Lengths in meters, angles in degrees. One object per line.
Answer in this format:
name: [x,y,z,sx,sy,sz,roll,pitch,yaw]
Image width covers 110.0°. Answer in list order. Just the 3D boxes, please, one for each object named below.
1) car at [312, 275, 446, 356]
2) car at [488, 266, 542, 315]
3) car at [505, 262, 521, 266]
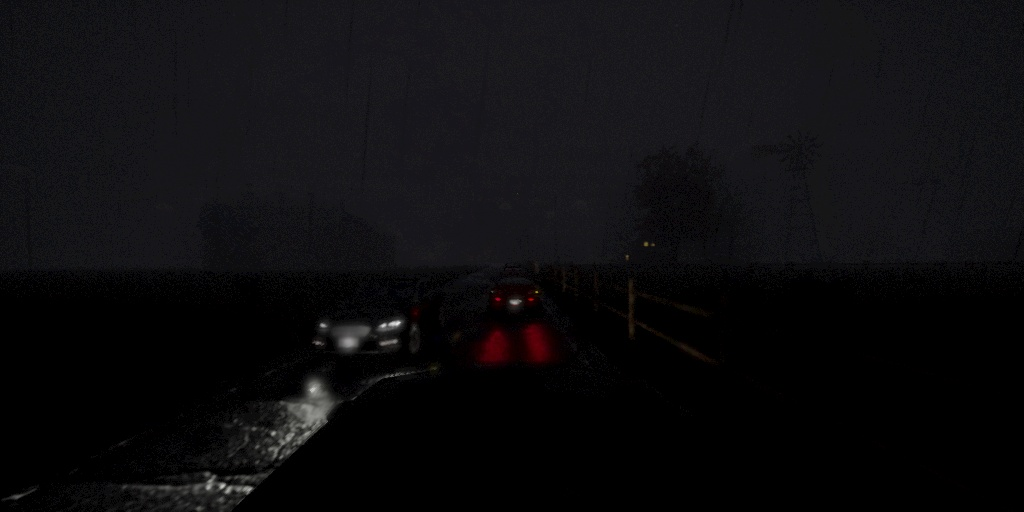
car: [-2.845,1.250,8.690,2.128,1.511,4.902,0,0,0]
car: [0.096,1.293,13.647,1.812,1.442,4.674,0,0,0]
car: [0.088,1.293,32.014,2.128,1.511,4.902,0,0,0]
